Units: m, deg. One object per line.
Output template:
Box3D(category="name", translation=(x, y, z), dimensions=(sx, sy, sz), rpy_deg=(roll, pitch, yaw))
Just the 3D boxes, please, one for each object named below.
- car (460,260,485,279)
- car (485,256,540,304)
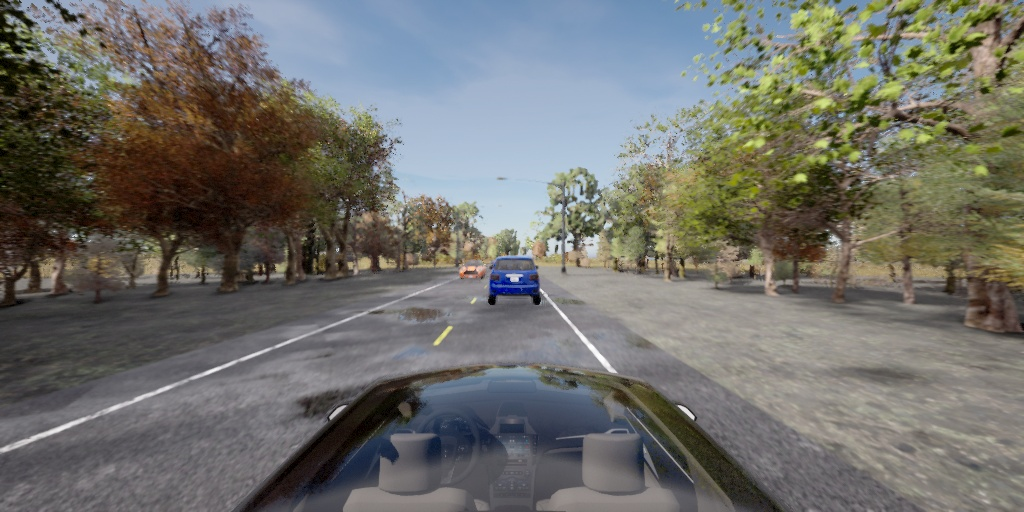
Box3D(category="car", translation=(-3.583, 1.207, 33.423), dimensions=(2.097, 1.767, 4.553), rpy_deg=(0, 0, 0))
Box3D(category="car", translation=(0.102, 1.023, 16.909), dimensions=(2.150, 2.045, 5.566), rpy_deg=(0, 0, 0))
